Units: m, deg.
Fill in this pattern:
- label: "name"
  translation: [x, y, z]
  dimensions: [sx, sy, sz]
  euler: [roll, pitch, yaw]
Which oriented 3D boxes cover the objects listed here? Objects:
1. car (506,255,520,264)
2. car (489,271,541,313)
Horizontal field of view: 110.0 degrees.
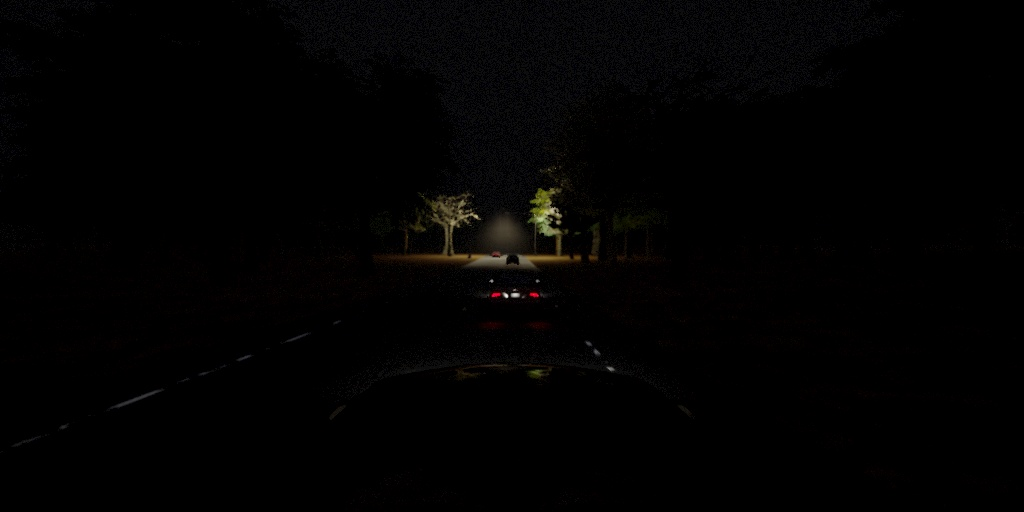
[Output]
- label: "car"
  translation: [0.103, 0.516, 55.804]
  dimensions: [1.837, 1.490, 4.892]
  euler: [0, 2, 0]
- label: "car"
  translation: [0.102, 1.271, 13.912]
  dimensions: [2.033, 1.411, 5.357]
  euler: [0, 0, 0]
